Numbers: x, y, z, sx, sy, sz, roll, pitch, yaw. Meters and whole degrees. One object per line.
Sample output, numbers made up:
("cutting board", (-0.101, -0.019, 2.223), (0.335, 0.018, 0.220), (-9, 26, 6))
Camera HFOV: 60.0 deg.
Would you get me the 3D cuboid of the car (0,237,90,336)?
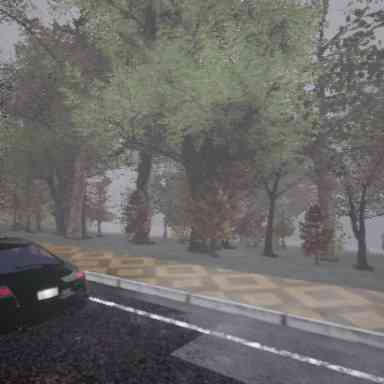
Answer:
("car", (-3.922, 1.588, 6.432), (4.181, 1.385, 1.994), (0, 0, 35))
